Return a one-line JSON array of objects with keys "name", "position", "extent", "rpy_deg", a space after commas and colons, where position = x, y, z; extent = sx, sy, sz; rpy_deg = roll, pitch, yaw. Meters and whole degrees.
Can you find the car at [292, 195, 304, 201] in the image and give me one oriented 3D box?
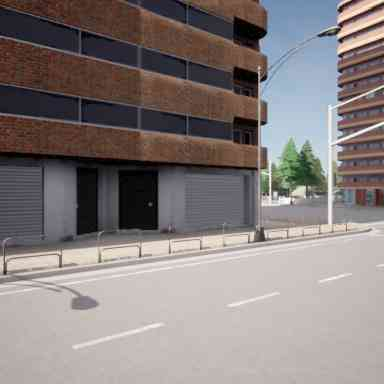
[{"name": "car", "position": [23.743, 1.469, 74.440], "extent": [4.674, 1.442, 1.812], "rpy_deg": [0, 0, -35]}]
